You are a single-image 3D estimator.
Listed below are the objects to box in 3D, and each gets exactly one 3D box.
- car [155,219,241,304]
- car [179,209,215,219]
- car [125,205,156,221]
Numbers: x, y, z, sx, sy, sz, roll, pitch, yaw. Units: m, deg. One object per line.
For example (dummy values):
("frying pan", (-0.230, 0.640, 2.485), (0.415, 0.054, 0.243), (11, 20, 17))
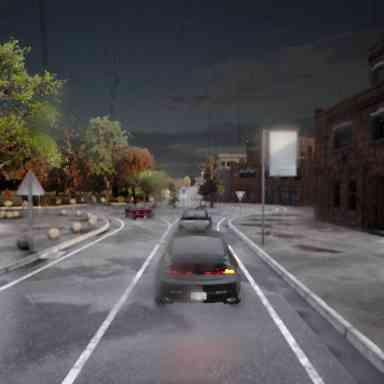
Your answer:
("car", (0.132, 1.728, 8.755), (1.837, 1.490, 4.892), (0, 0, 0))
("car", (0.266, 1.725, 19.328), (2.128, 1.511, 4.902), (0, 0, 4))
("car", (-4.804, 1.841, 30.552), (1.895, 1.301, 4.718), (0, 0, -22))
